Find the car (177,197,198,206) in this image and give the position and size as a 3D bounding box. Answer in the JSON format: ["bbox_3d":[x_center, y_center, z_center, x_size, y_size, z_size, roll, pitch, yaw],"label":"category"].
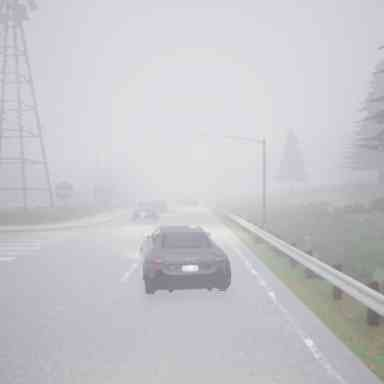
[{"bbox_3d":[-0.780,1.495,53.943,2.128,1.511,4.902,0,0,-29],"label":"car"}]

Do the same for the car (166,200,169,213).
[{"bbox_3d":[-3.563,1.507,36.476,1.837,1.490,4.892,0,0,0],"label":"car"}]

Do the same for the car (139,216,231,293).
[{"bbox_3d":[-0.353,1.565,8.948,1.994,1.385,4.181,0,0,-9],"label":"car"}]

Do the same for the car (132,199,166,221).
[{"bbox_3d":[-3.595,1.493,26.722,2.128,1.511,4.902,0,0,0],"label":"car"}]
